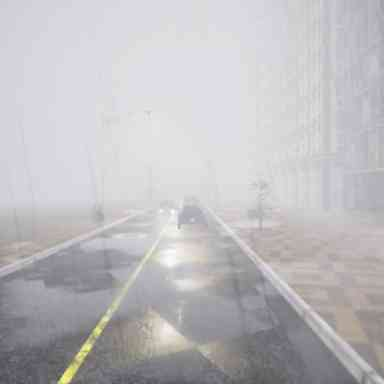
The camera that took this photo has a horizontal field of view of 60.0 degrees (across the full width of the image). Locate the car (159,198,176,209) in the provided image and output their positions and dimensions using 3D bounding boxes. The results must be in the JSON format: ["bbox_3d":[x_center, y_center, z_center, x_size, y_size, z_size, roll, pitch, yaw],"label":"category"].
[{"bbox_3d":[-3.116,1.446,42.462,1.895,1.301,4.718,0,0,0],"label":"car"}]

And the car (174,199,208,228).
[{"bbox_3d":[0.040,1.445,21.381,1.812,1.442,4.674,0,0,0],"label":"car"}]

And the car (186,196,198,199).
[{"bbox_3d":[-0.011,1.202,39.952,2.097,1.767,4.553,0,0,0],"label":"car"}]
